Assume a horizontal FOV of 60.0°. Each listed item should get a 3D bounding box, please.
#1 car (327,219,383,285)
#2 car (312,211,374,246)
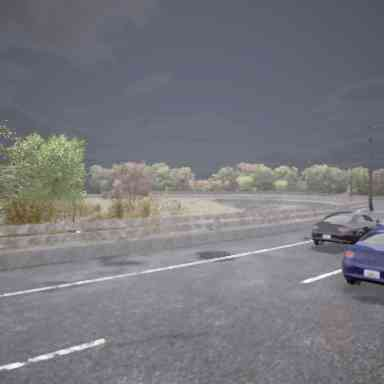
[{"bbox_3d":[5.507,1.541,8.414,4.674,1.442,1.812,0,0,-40],"label":"car"},{"bbox_3d":[6.886,1.557,14.374,4.674,1.442,1.812,0,0,-43],"label":"car"}]
